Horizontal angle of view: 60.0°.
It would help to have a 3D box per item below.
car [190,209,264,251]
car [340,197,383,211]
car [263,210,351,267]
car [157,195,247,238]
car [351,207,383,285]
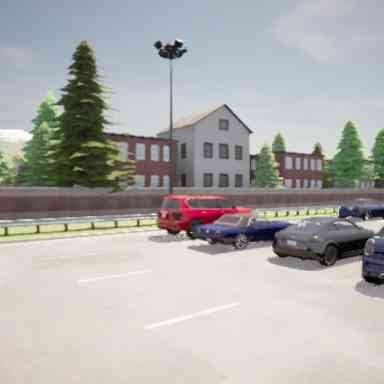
[{"bbox_3d":[2.475,1.576,14.135,4.718,1.301,1.895,0,0,-35],"label":"car"},{"bbox_3d":[13.786,1.288,26.501,4.553,1.767,2.097,0,0,-35],"label":"car"},{"bbox_3d":[4.722,1.539,11.438,4.181,1.385,1.994,0,0,-35],"label":"car"},{"bbox_3d":[0.856,1.195,17.272,5.566,2.045,2.150,0,0,-35],"label":"car"},{"bbox_3d":[6.234,1.329,8.222,4.553,1.767,2.097,0,0,-35],"label":"car"}]
